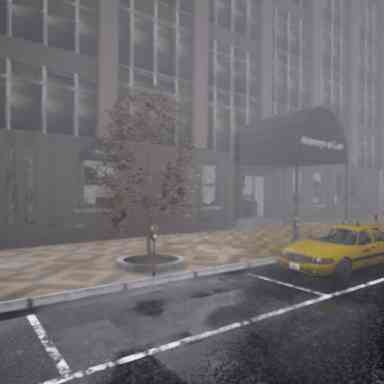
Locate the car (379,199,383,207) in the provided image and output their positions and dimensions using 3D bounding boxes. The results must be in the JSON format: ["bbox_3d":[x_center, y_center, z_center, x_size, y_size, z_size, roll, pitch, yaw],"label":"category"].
[{"bbox_3d":[22.356,1.380,36.722,1.887,1.381,4.507,2,0,-36],"label":"car"}]

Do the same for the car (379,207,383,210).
[{"bbox_3d":[9.216,1.486,13.128,4.097,1.590,1.967,0,0,-36],"label":"car"}]

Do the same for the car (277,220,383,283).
[{"bbox_3d":[4.552,1.554,9.801,4.829,1.417,1.752,0,0,-36],"label":"car"}]
